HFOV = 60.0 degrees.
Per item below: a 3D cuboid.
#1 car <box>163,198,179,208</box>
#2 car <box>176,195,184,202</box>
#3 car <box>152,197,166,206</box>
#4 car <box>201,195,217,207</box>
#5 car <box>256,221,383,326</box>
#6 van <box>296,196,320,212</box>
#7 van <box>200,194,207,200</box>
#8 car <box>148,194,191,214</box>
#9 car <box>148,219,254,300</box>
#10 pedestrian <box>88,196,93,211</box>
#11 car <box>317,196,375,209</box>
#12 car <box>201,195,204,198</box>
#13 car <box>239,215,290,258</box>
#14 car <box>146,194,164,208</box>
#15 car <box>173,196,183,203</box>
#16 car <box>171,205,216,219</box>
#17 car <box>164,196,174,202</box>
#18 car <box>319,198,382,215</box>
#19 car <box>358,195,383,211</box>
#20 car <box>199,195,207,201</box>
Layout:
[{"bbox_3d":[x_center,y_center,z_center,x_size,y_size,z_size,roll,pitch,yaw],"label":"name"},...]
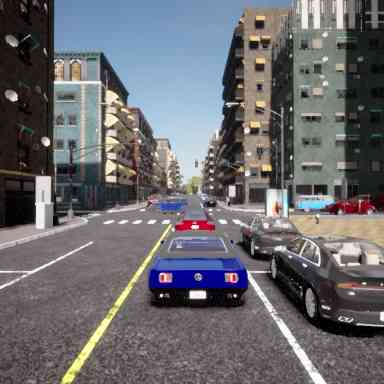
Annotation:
[{"bbox_3d":[-2.974,1.565,48.709,2.033,1.411,5.357,0,0,1],"label":"car"},{"bbox_3d":[-2.791,1.532,79.061,1.837,1.490,4.892,0,0,0],"label":"car"},{"bbox_3d":[-5.530,1.566,56.357,1.887,1.381,4.507,1,0,0],"label":"car"},{"bbox_3d":[2.835,1.585,50.724,1.947,1.339,4.313,1,0,0],"label":"car"},{"bbox_3d":[2.848,1.553,6.961,2.008,1.369,4.403,1,0,0],"label":"car"},{"bbox_3d":[13.863,1.296,37.514,3.998,1.788,1.690,0,0,1],"label":"van"},{"bbox_3d":[2.911,1.373,78.580,1.690,1.788,3.998,1,0,0],"label":"van"},{"bbox_3d":[-2.286,1.394,35.091,4.553,1.767,2.097,0,-1,1],"label":"car"},{"bbox_3d":[0.121,1.603,8.347,1.895,1.301,4.718,0,0,0],"label":"car"},{"bbox_3d":[-12.421,1.347,40.729,0.375,1.860,0.375,0,0,1],"label":"pedestrian"},{"bbox_3d":[16.080,1.425,34.907,4.674,1.442,1.812,0,-1,1],"label":"car"},{"bbox_3d":[2.849,1.603,56.294,1.802,1.307,4.206,1,0,0],"label":"car"},{"bbox_3d":[2.863,1.555,12.530,2.008,1.369,4.403,1,0,0],"label":"car"},{"bbox_3d":[-5.541,1.334,50.786,2.192,1.841,5.009,1,0,0],"label":"car"},{"bbox_3d":[-2.827,1.591,68.652,1.994,1.385,4.181,0,0,0],"label":"car"},{"bbox_3d":[0.140,1.570,17.210,1.994,1.385,4.181,0,0,0],"label":"car"},{"bbox_3d":[-5.471,1.597,78.641,1.947,1.339,4.313,1,0,0],"label":"car"},{"bbox_3d":[13.780,1.413,29.133,4.206,1.307,1.802,0,0,1],"label":"car"},{"bbox_3d":[19.390,1.228,37.460,5.009,1.841,2.192,0,0,1],"label":"car"},{"bbox_3d":[2.938,1.581,89.721,1.887,1.381,4.507,1,0,0],"label":"car"}]
